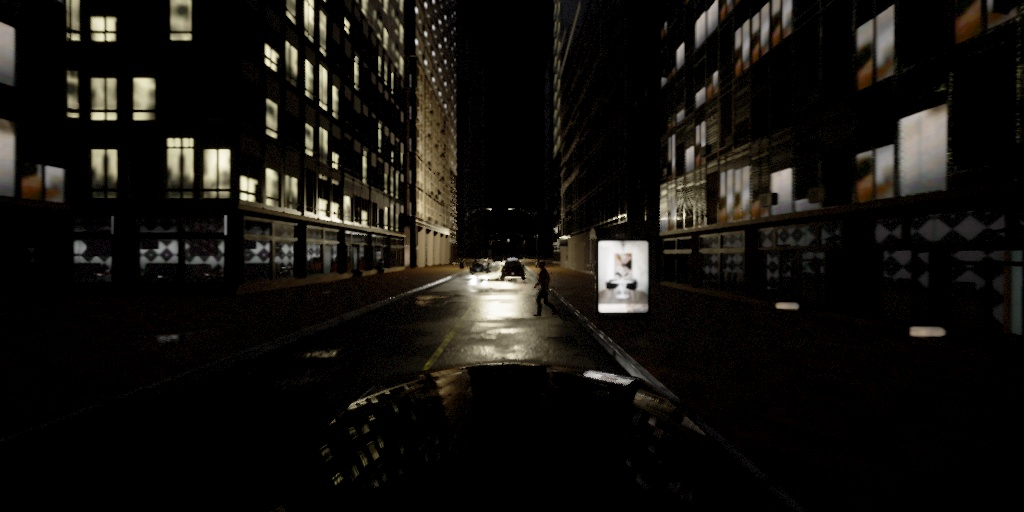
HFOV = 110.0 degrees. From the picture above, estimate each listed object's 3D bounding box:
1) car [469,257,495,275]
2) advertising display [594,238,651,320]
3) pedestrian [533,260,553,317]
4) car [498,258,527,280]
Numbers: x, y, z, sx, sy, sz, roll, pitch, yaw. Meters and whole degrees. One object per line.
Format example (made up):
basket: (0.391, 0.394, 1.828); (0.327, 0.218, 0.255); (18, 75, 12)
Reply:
car: (-3.102, 1.036, 35.507); (2.128, 1.511, 4.902); (0, 0, 0)
advertising display: (3.133, 0.724, 10.201); (1.540, 2.440, 0.280); (0, 0, 0)
pedestrian: (0.971, 0.986, 11.278); (0.375, 1.860, 0.375); (0, 0, -5)
car: (0.069, 1.110, 29.054); (1.812, 1.442, 4.674); (0, 0, 0)
